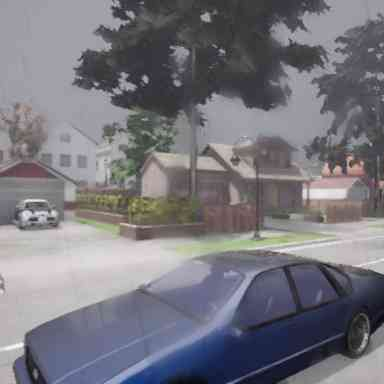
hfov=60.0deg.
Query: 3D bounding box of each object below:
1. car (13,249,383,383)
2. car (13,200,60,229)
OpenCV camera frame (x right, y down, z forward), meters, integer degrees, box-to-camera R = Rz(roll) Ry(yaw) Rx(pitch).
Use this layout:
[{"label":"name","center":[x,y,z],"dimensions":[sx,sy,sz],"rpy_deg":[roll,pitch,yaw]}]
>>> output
[{"label":"car","center":[0.696,1.563,4.492],"dimensions":[5.357,1.411,2.033],"rpy_deg":[0,0,-36]},{"label":"car","center":[-8.664,1.181,18.438],"dimensions":[1.970,1.475,3.806],"rpy_deg":[0,0,-35]}]
